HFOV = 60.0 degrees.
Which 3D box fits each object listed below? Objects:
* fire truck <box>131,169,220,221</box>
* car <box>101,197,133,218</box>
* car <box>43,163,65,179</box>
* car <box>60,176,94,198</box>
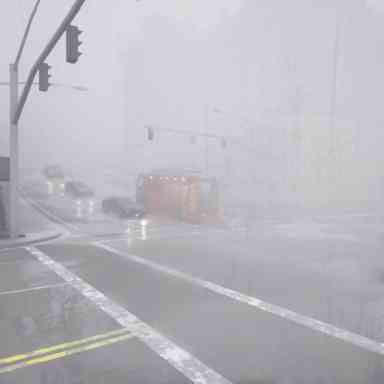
[{"bbox_3d":[-1.490,0.144,27.029,2.891,3.827,8.468,0,4,-36],"label":"fire truck"},{"bbox_3d":[-5.569,1.103,26.530,2.033,1.411,5.357,0,5,-36],"label":"car"},{"bbox_3d":[-18.559,-2.872,44.754,2.097,1.767,4.553,0,12,-35],"label":"car"},{"bbox_3d":[-12.204,-0.399,35.821,2.033,1.411,5.357,0,10,-35],"label":"car"}]
